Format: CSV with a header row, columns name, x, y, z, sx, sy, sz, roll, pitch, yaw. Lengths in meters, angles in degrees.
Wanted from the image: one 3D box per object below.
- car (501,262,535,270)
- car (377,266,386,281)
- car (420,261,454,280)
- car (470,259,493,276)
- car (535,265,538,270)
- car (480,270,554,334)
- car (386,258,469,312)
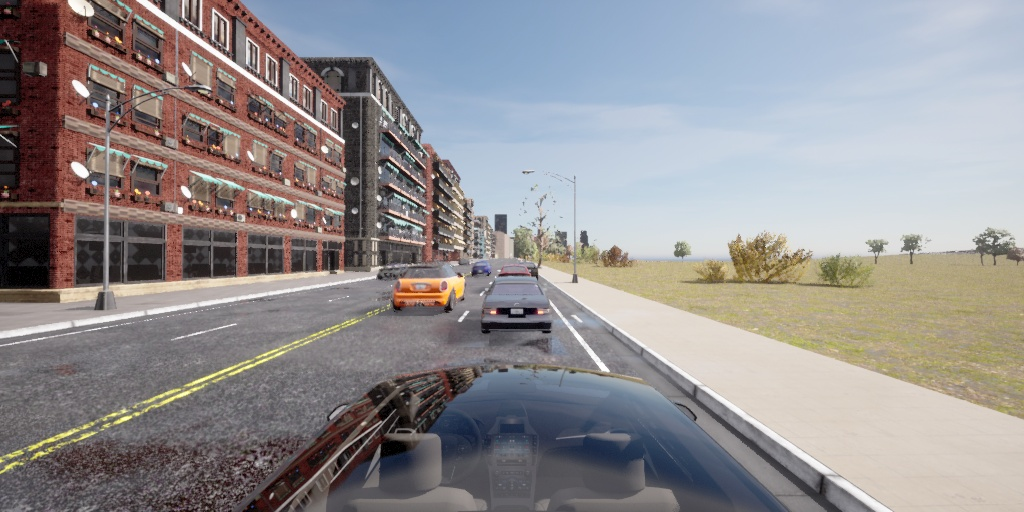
name,x,y,z,sx,sy,sz,roll,pitch,yaw
car,0.144,1.231,21.167,1.882,1.535,5.008,0,0,0
car,-9.790,1.318,30.290,1.994,1.385,4.181,0,0,0
car,-6.537,1.231,31.804,1.882,1.535,5.008,0,0,0
car,-3.075,1.279,37.078,1.812,1.442,4.674,0,0,0
car,1.199,1.232,30.605,1.882,1.535,5.008,0,0,0
car,0.118,1.299,10.627,2.033,1.411,5.357,0,0,0
car,-3.125,1.104,14.408,2.097,1.767,4.553,0,0,0
